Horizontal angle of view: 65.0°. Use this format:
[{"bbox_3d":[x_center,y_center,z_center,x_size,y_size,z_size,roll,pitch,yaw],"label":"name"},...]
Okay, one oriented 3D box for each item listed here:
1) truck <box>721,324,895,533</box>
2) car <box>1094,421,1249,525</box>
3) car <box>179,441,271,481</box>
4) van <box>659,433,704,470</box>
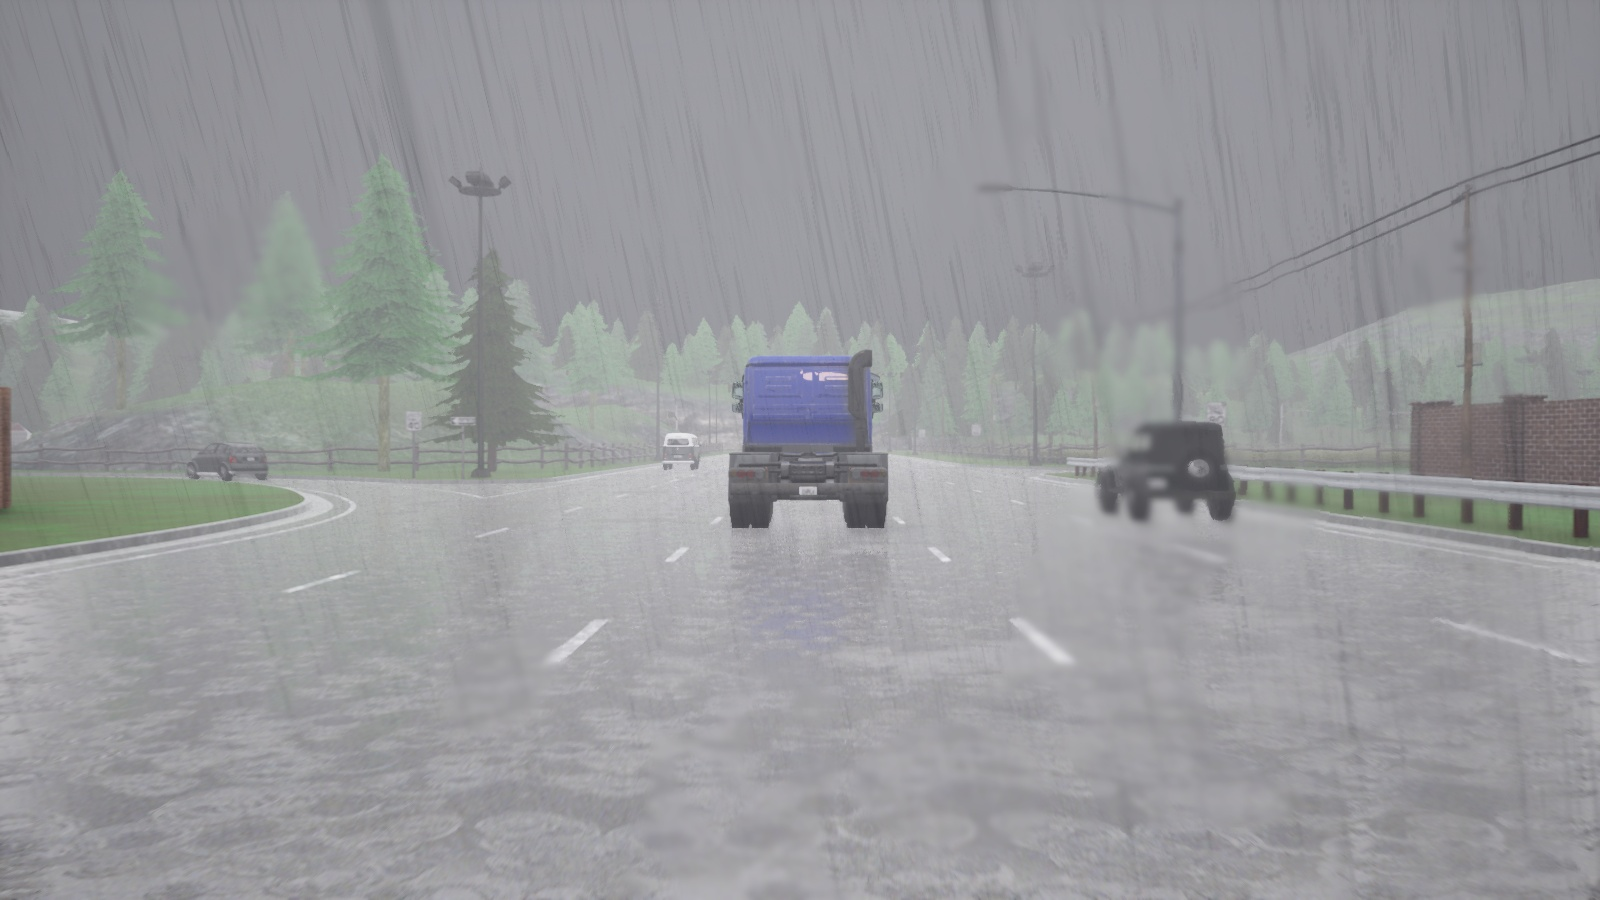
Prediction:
[{"bbox_3d":[0.154,-0.377,24.817,2.891,3.462,7.936,0,0,0],"label":"truck"},{"bbox_3d":[7.152,0.408,24.584,1.905,1.878,3.866,0,0,0],"label":"car"},{"bbox_3d":[-23.049,0.420,50.310,3.705,1.549,1.789,0,0,37],"label":"car"},{"bbox_3d":[-6.597,0.065,70.088,2.069,2.038,4.480,0,0,0],"label":"van"}]
